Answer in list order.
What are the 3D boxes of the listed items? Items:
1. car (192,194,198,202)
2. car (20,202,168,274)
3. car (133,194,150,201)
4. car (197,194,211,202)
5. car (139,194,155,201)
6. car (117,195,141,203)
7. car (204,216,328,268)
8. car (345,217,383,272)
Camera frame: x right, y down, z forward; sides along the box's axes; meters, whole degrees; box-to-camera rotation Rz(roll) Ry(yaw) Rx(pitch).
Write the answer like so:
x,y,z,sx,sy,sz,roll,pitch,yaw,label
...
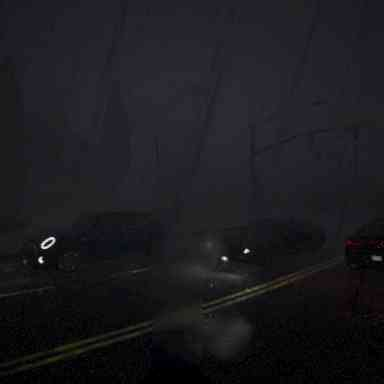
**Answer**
x,y,z,sx,sy,sz,roll,pitch,yaw,label
1.705,1.288,75.318,3.866,1.878,1.905,0,0,-44,car
-3.055,1.391,10.927,4.553,1.767,2.097,0,0,-42,car
-13.876,1.399,91.574,4.605,1.855,1.932,0,0,-44,car
3.704,1.513,73.221,3.806,1.475,1.970,0,0,-44,car
-11.911,1.387,89.448,3.866,1.878,1.905,0,0,-44,car
-11.583,1.717,57.401,2.033,1.411,5.357,0,0,-42,car
2.849,1.556,11.597,5.357,1.411,2.033,0,0,-44,car
6.284,1.464,9.889,5.008,1.535,1.882,0,0,-45,car
